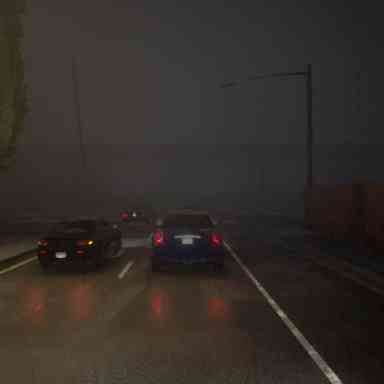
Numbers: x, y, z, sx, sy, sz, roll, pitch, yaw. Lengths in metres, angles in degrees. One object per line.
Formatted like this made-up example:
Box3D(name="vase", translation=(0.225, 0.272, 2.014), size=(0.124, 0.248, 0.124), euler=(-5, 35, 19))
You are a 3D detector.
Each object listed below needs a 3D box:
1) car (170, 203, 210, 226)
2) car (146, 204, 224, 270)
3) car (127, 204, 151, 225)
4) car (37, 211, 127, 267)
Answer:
Box3D(name="car", translation=(-0.021, 1.619, 25.270), size=(2.033, 1.411, 5.357), euler=(0, 0, 11))
Box3D(name="car", translation=(-0.159, 1.384, 11.285), size=(2.097, 1.767, 4.553), euler=(0, 0, -1))
Box3D(name="car", translation=(-3.801, 1.638, 25.259), size=(2.033, 1.411, 5.357), euler=(0, 0, 3))
Box3D(name="car", translation=(-3.663, 1.577, 11.494), size=(1.812, 1.442, 4.674), euler=(0, 0, -1))
